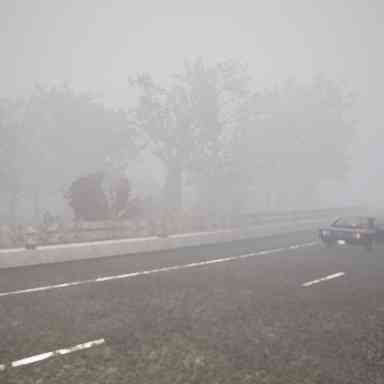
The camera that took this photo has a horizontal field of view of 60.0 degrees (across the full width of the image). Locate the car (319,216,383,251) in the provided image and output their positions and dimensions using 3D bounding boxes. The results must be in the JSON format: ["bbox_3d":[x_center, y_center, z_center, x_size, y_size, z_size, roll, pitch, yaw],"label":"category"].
[{"bbox_3d":[7.591,1.740,14.817,4.718,1.301,1.895,1,0,-43],"label":"car"}]

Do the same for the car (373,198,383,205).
[{"bbox_3d":[43.754,2.237,78.808,1.837,1.490,4.892,0,0,5],"label":"car"}]

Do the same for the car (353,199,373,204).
[{"bbox_3d":[40.280,2.258,79.236,2.033,1.411,5.357,0,0,5],"label":"car"}]
